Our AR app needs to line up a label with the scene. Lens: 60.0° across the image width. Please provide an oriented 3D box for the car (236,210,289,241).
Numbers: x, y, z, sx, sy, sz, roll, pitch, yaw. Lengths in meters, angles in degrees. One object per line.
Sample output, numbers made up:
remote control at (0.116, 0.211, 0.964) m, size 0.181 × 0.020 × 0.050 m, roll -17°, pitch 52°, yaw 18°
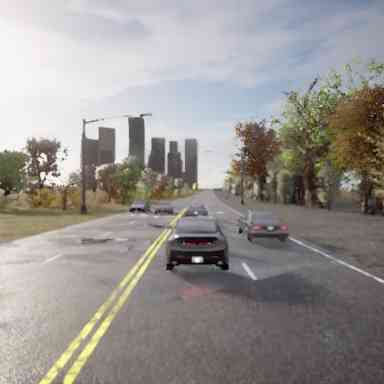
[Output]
car at (3.463, 1.625, 17.087) m, size 2.033 × 1.411 × 5.357 m, roll 0°, pitch 0°, yaw 0°

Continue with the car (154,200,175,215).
car at (-2.934, 1.679, 35.976) m, size 1.837 × 1.490 × 4.892 m, roll 0°, pitch 0°, yaw 2°

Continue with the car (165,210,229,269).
car at (0.152, 1.573, 11.338) m, size 1.837 × 1.490 × 4.892 m, roll 0°, pitch 0°, yaw 0°

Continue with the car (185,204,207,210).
car at (0.363, 1.701, 29.089) m, size 1.994 × 1.385 × 4.181 m, roll -1°, pitch -1°, yaw 1°

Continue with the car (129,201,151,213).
car at (-6.093, 1.735, 39.560) m, size 2.033 × 1.411 × 5.357 m, roll 0°, pitch 0°, yaw 2°
